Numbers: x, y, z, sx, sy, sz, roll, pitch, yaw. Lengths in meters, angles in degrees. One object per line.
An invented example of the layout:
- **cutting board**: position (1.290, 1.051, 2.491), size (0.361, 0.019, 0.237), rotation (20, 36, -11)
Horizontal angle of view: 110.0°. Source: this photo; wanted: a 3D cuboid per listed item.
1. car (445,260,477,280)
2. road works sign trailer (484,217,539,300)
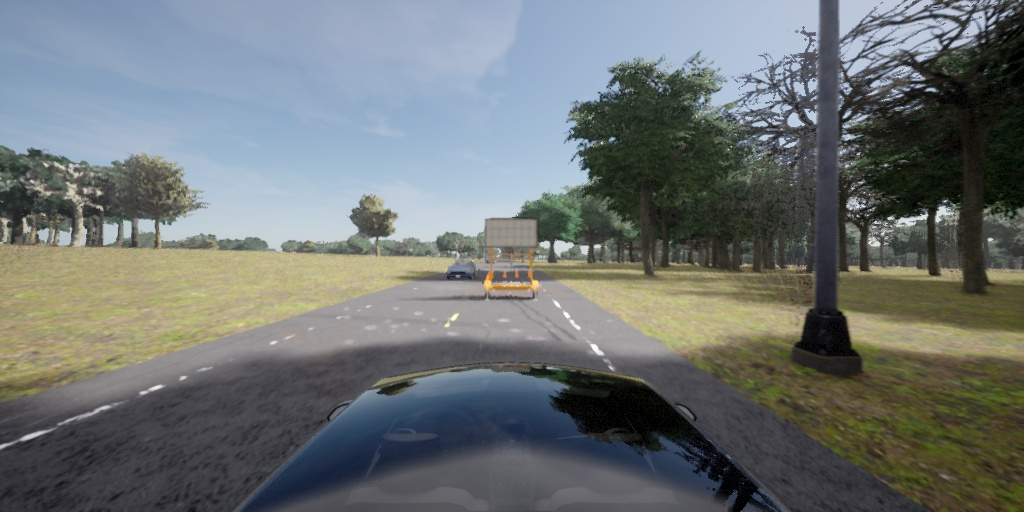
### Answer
- **car**: position (-3.693, 1.014, 27.114), size (2.033, 1.411, 5.357), rotation (0, 0, 0)
- **road works sign trailer**: position (-0.032, 0.036, 16.233), size (2.380, 3.560, 2.880), rotation (0, 0, 0)
